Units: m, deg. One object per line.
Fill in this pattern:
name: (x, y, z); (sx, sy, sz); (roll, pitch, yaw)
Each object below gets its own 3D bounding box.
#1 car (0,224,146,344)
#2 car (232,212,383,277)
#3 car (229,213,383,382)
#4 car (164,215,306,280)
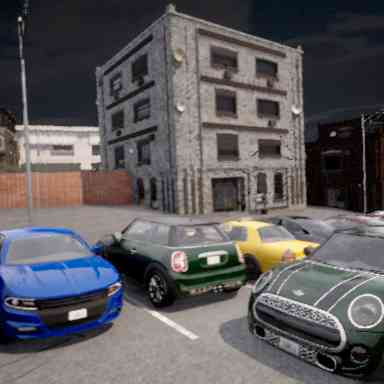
car: (-3.087, 1.485, 6.809); (2.097, 1.535, 5.008); (0, 0, -36)
car: (3.850, 1.599, 11.720); (2.163, 1.488, 4.792); (1, 0, -36)
car: (3.075, 1.398, 5.567); (4.553, 1.767, 2.097); (1, 0, -35)
car: (1.453, 1.537, 10.272); (1.946, 1.575, 5.366); (1, 0, -36)
